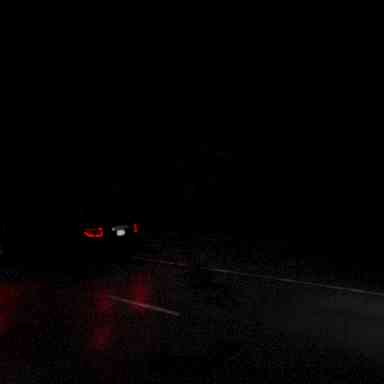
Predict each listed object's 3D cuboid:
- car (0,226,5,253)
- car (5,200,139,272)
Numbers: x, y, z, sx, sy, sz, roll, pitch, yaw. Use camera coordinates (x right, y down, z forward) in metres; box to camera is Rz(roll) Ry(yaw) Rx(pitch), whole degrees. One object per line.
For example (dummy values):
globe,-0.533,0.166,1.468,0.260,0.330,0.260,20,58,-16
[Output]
car,-7.327,1.628,9.219,4.674,1.442,1.812,-1,0,36
car,-4.275,1.312,11.341,5.566,2.045,2.150,-1,0,35
